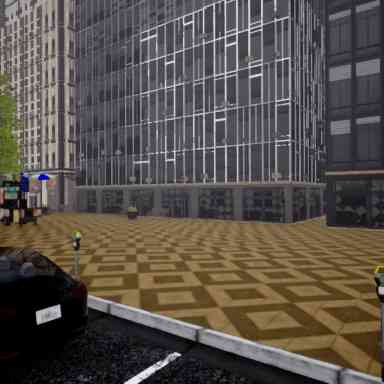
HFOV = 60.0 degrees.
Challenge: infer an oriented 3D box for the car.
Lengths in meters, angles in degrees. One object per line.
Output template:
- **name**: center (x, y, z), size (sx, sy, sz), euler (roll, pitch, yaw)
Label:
- **car**: center (-3.482, 1.566, 5.371), size (4.313, 1.339, 1.947), euler (0, 0, 36)
